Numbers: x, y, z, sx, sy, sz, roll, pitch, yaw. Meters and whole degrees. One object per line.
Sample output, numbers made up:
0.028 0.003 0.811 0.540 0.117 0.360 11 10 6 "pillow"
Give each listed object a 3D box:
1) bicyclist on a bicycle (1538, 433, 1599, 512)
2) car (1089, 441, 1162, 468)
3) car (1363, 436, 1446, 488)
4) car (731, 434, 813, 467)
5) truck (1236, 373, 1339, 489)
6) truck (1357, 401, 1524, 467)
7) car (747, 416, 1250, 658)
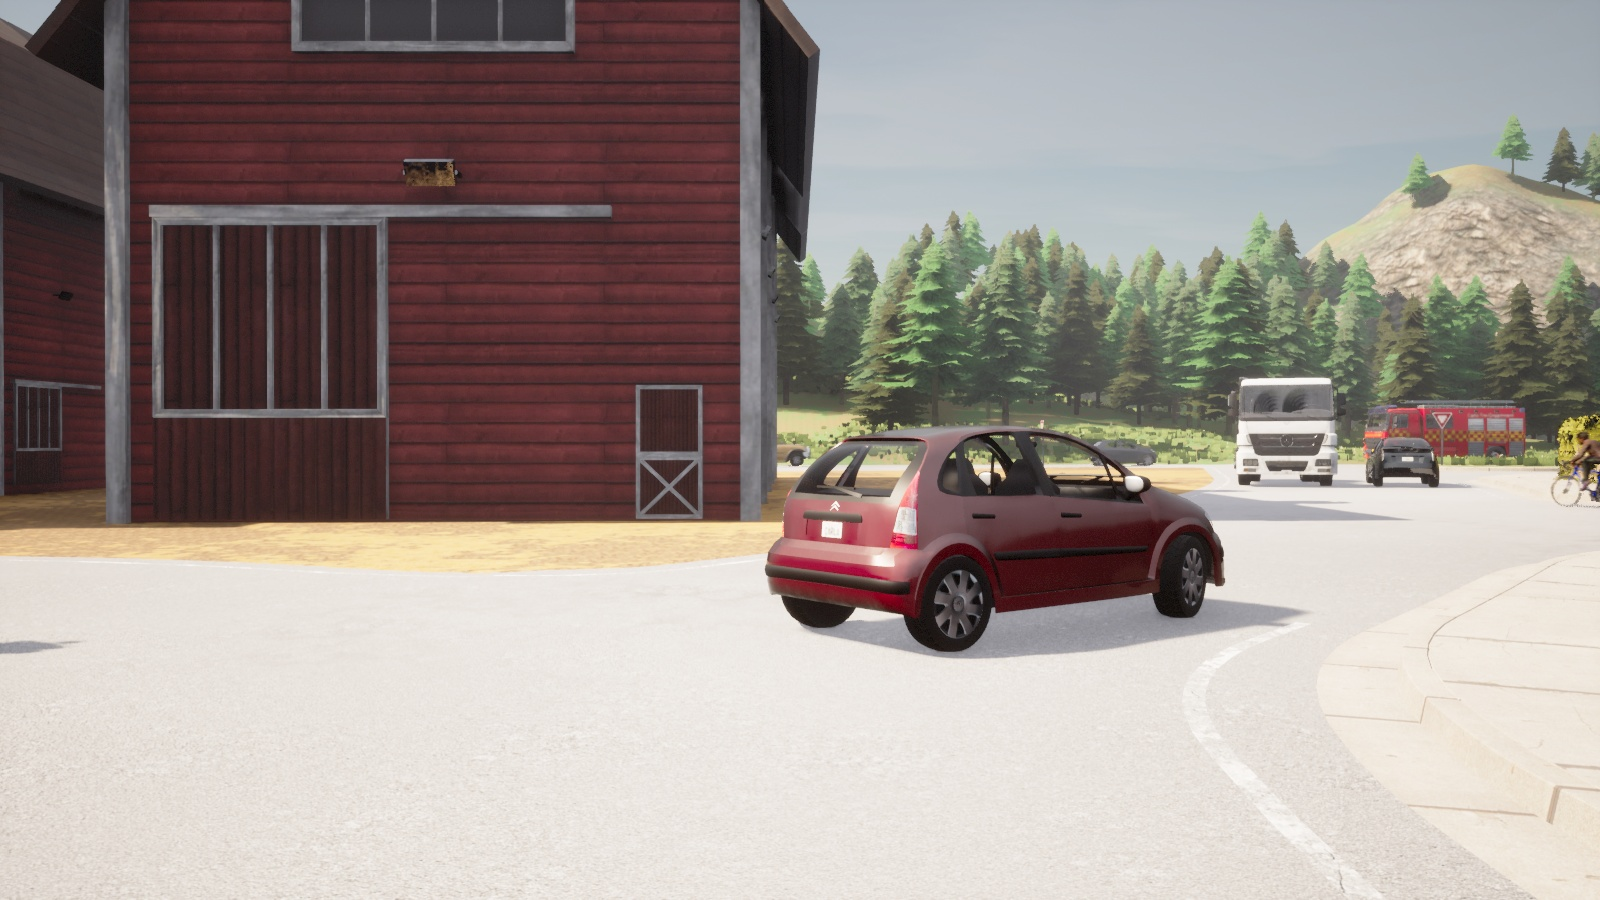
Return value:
16.624 0.468 26.536 0.582 1.620 1.656 1 1 -30 "bicyclist on a bicycle"
18.467 0.232 71.324 3.633 1.501 1.845 0 0 0 "car"
18.876 0.341 39.385 2.007 1.525 4.514 0 1 21 "car"
-1.559 0.019 71.404 4.605 1.855 1.932 0 0 0 "car"
15.992 -0.606 41.614 2.891 3.462 7.936 0 1 19 "truck"
38.032 -0.949 74.738 8.468 3.827 2.891 0 0 0 "truck"
1.731 0.563 10.347 3.988 1.617 1.851 -1 1 -37 "car"
